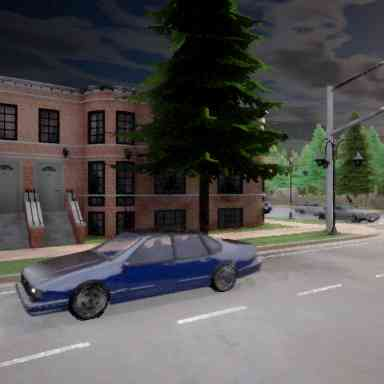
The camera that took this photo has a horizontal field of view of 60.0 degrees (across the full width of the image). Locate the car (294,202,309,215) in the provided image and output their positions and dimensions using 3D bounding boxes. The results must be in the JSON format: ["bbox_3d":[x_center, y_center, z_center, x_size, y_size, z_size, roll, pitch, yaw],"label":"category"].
[{"bbox_3d":[12.026,1.601,31.201,1.895,1.301,4.718,0,0,-31],"label":"car"}]

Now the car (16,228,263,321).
[{"bbox_3d":[-0.864,1.547,7.437,5.357,1.411,2.033,0,0,-33],"label":"car"}]

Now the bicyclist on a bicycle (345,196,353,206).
[{"bbox_3d":[19.180,1.301,40.651,1.656,1.620,0.582,0,0,-31],"label":"bicyclist on a bicycle"}]

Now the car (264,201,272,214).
[{"bbox_3d":[5.868,1.223,34.721,2.150,2.045,5.566,0,0,-31],"label":"car"}]

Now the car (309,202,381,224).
[{"bbox_3d":[11.519,1.601,25.024,1.895,1.301,4.718,0,0,-28],"label":"car"}]
